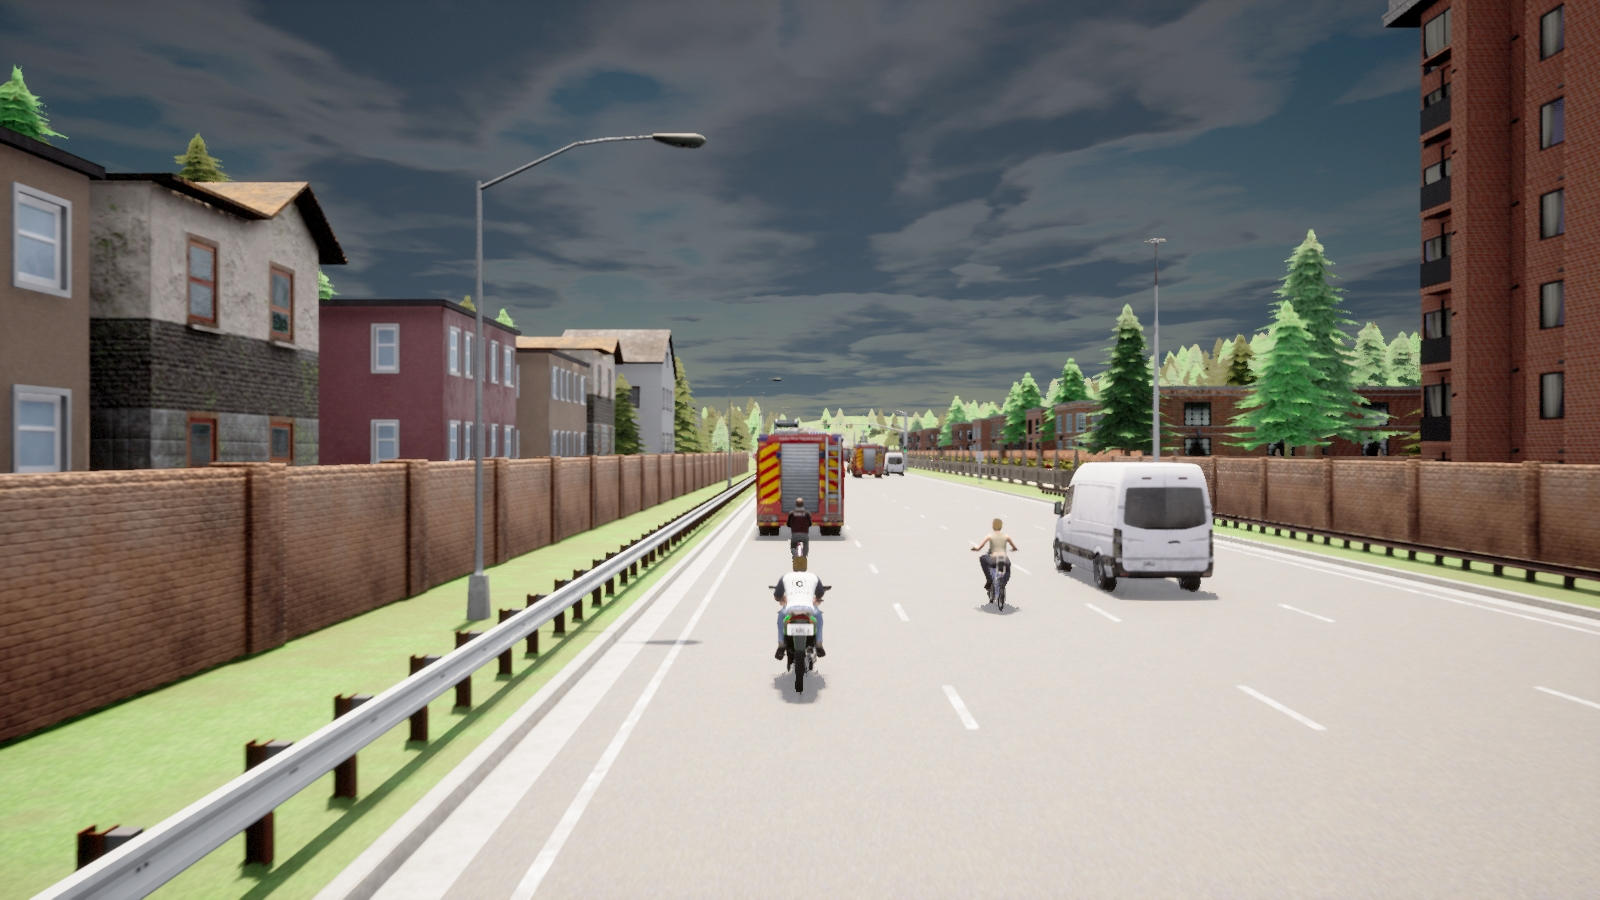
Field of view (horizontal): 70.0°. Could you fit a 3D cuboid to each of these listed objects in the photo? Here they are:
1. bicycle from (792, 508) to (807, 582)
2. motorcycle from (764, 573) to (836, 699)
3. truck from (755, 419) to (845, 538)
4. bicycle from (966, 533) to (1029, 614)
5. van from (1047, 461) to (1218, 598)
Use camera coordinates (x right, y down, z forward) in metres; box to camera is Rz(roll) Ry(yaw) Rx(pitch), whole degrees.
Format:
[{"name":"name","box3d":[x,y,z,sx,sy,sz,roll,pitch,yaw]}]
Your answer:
[{"name":"bicycle","box3d":[-0.011,2.078,25.287,0.329,1.471,1.835,0,0,0]},{"name":"motorcycle","box3d":[0.000,2.196,13.867,0.803,1.199,2.033,0,0,0]},{"name":"truck","box3d":[-0.005,0.919,41.116,2.891,3.827,8.468,0,0,0]},{"name":"bicycle","box3d":[3.500,2.172,20.371,0.859,1.277,1.487,0,0,0]},{"name":"van","box3d":[6.996,1.552,24.777,1.988,2.561,5.915,0,0,0]}]
